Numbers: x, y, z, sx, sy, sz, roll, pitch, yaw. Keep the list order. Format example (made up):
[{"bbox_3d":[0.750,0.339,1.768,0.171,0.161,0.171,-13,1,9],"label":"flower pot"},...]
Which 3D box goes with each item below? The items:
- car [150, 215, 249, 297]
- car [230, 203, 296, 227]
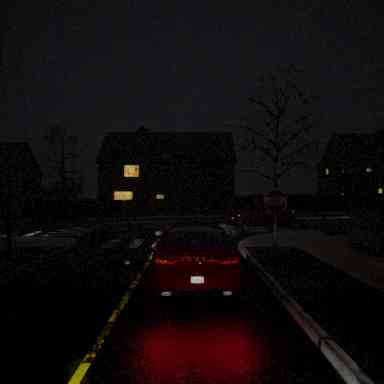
[{"bbox_3d":[0.038,1.478,8.644,1.882,1.535,5.008,0,0,-1],"label":"car"},{"bbox_3d":[4.432,1.401,21.262,4.181,1.385,1.994,-2,1,-14],"label":"car"}]
